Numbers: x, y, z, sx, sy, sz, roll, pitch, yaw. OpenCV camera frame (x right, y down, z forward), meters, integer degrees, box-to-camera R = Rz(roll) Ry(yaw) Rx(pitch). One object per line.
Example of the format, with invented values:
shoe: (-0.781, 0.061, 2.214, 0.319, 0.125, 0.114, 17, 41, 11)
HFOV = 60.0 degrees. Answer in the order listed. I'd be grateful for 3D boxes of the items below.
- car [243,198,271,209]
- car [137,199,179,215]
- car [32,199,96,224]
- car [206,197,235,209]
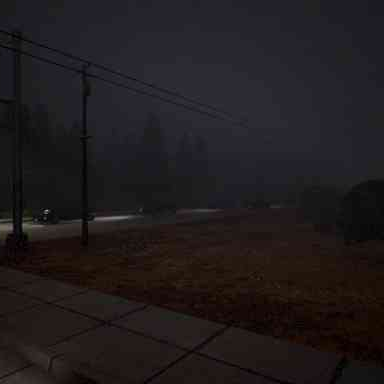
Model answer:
car: (8.468, 1.469, 42.997, 1.895, 1.301, 4.718, 0, 0, 37)
car: (-3.363, 1.445, 33.247, 2.128, 1.511, 4.902, 0, 0, 37)
car: (-9.522, 1.359, 24.942, 2.097, 1.767, 4.553, 0, 0, 37)
car: (3.719, 1.370, 42.768, 1.882, 1.535, 5.008, 0, 0, 37)
